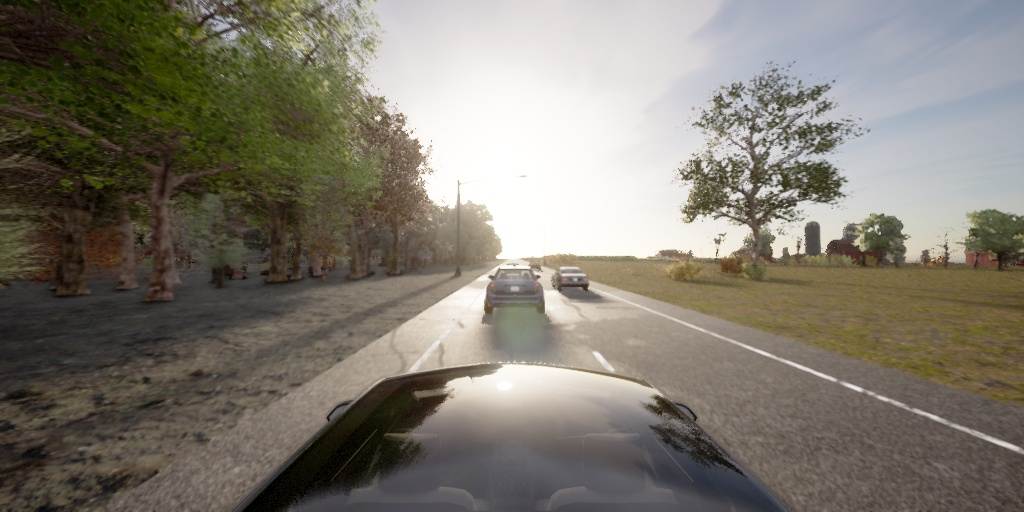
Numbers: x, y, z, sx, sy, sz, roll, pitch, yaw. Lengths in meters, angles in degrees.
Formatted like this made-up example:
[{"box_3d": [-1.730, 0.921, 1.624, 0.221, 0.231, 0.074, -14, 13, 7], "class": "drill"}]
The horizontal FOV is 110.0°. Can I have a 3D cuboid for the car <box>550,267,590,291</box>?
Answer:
[{"box_3d": [3.594, 1.412, 22.892, 2.033, 1.411, 5.357, 0, 0, 0], "class": "car"}]

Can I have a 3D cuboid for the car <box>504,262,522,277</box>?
[{"box_3d": [0.100, 1.457, 40.262, 1.837, 1.490, 4.892, 0, 0, 0], "class": "car"}]

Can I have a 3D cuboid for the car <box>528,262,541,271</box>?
[{"box_3d": [3.601, 1.637, 58.651, 1.895, 1.301, 4.718, 0, 0, 0], "class": "car"}]

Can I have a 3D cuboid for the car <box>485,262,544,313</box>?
[{"box_3d": [0.100, 1.171, 14.493, 2.097, 1.767, 4.553, 0, 0, 0], "class": "car"}]
